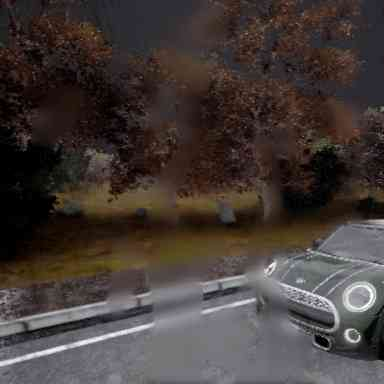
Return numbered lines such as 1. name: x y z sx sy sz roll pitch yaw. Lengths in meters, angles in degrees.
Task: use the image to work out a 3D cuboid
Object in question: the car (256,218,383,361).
1. car: 3.311 1.297 5.830 4.553 1.767 2.097 -1 1 -31
